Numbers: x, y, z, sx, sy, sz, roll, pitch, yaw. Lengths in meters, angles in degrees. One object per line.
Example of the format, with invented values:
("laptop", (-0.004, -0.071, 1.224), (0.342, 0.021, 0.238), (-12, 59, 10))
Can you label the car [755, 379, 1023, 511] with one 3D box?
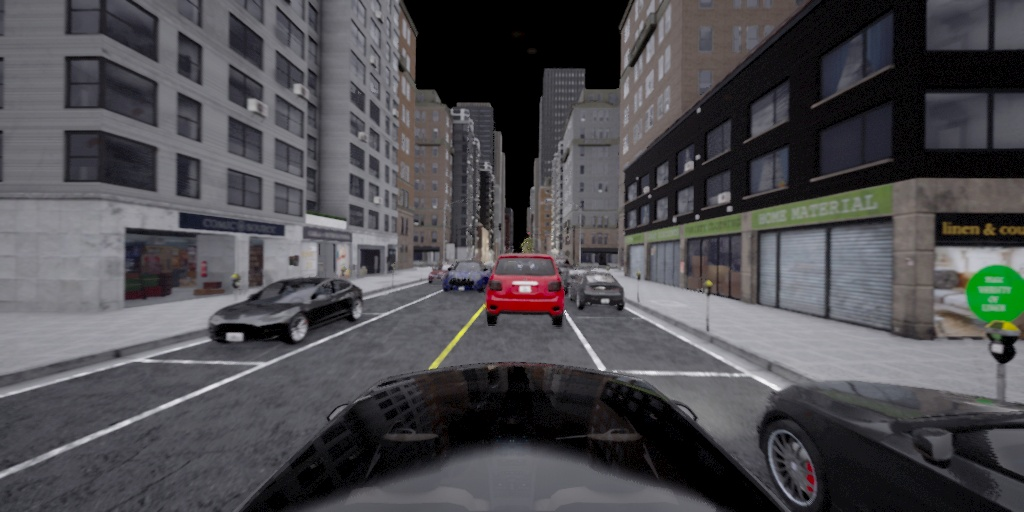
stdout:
("car", (3.057, 1.311, 1.283), (1.812, 1.442, 4.674), (1, 0, 2))

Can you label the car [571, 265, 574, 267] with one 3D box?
("car", (3.512, 1.298, 20.043), (2.007, 1.370, 4.403), (0, 0, 2))

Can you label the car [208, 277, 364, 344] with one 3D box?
("car", (-5.450, 1.236, 9.335), (1.948, 1.339, 4.313), (0, 0, 2))

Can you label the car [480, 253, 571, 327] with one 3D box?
("car", (0.428, 0.949, 11.778), (2.150, 2.045, 5.566), (1, 0, 2))

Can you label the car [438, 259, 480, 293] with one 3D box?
("car", (-2.434, 1.031, 20.130), (2.097, 1.767, 4.553), (1, 0, 2))

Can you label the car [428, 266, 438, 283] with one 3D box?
("car", (-4.785, 1.221, 25.897), (1.802, 1.307, 4.207), (0, 0, 2))

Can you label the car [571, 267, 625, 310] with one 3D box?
("car", (3.290, 1.308, 14.524), (2.007, 1.370, 4.403), (0, 0, 2))
